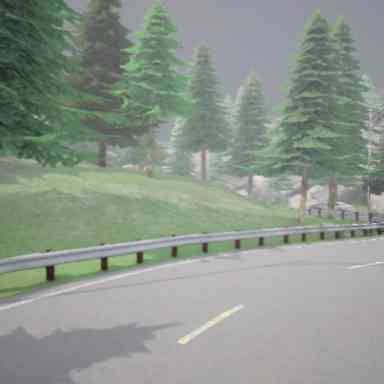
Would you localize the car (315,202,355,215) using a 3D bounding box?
[{"bbox_3d":[16.961,1.908,39.652,1.812,1.442,4.674,1,0,-32],"label":"car"}]
